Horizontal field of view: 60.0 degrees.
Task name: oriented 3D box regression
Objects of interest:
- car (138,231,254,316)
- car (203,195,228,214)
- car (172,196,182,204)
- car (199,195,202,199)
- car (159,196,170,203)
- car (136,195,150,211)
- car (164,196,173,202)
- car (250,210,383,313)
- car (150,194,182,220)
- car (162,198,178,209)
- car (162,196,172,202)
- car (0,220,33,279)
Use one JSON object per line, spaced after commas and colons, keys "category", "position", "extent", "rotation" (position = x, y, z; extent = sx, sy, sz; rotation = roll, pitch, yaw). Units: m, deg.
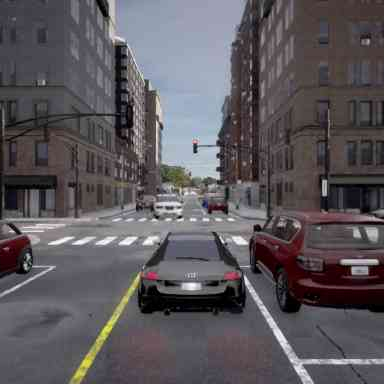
{"category": "car", "position": [0.012, 1.564, 7.617], "extent": [1.994, 1.385, 4.181], "rotation": [0, 0, 1]}
{"category": "car", "position": [2.641, 1.313, 34.652], "extent": [2.192, 1.841, 5.009], "rotation": [0, 0, 0]}
{"category": "car", "position": [-2.904, 1.521, 64.882], "extent": [1.812, 1.442, 4.674], "rotation": [0, 0, 1]}
{"category": "car", "position": [2.599, 1.312, 51.163], "extent": [2.192, 1.841, 5.009], "rotation": [0, 0, 0]}
{"category": "car", "position": [-5.525, 1.540, 67.659], "extent": [1.887, 1.381, 4.507], "rotation": [0, 0, 0]}
{"category": "car", "position": [-5.488, 1.313, 40.140], "extent": [2.192, 1.841, 5.009], "rotation": [0, 0, 0]}
{"category": "car", "position": [-5.540, 1.545, 78.666], "extent": [2.008, 1.369, 4.403], "rotation": [0, 0, 0]}
{"category": "car", "position": [2.625, 1.315, 7.595], "extent": [2.192, 1.841, 5.009], "rotation": [0, 0, 0]}
{"category": "car", "position": [-2.201, 1.220, 28.847], "extent": [2.150, 2.045, 5.566], "rotation": [0, 0, -9]}
{"category": "car", "position": [-2.924, 1.562, 45.204], "extent": [1.994, 1.385, 4.181], "rotation": [0, 0, 0]}
{"category": "car", "position": [-5.532, 1.539, 73.162], "extent": [1.887, 1.381, 4.507], "rotation": [0, 0, 0]}
{"category": "car", "position": [-5.400, 1.440, 7.581], "extent": [1.967, 1.590, 4.097], "rotation": [0, 0, 0]}
